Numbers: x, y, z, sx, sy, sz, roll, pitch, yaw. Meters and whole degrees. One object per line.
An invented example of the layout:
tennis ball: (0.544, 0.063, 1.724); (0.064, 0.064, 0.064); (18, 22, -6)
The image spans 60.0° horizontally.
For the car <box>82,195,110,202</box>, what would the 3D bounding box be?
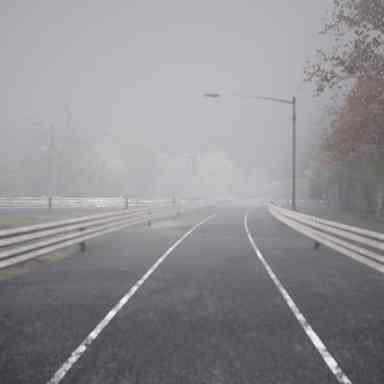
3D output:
car: (-14.531, 1.198, 50.723); (2.097, 1.767, 4.553); (0, -1, 29)

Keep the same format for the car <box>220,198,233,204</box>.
car: (8.923, 2.358, 86.547); (2.033, 1.411, 5.357); (0, -1, 28)

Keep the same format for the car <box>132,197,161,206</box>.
car: (-7.588, 1.573, 56.095); (2.033, 1.411, 5.357); (0, -1, 29)

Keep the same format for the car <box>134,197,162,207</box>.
car: (-6.454, 1.455, 50.893); (2.128, 1.511, 4.902); (0, -1, 29)
